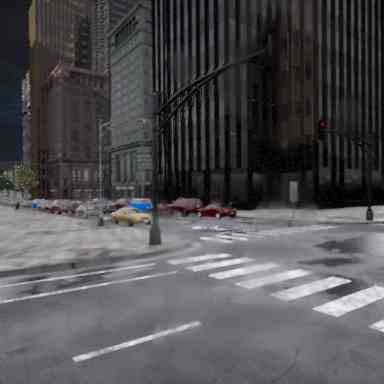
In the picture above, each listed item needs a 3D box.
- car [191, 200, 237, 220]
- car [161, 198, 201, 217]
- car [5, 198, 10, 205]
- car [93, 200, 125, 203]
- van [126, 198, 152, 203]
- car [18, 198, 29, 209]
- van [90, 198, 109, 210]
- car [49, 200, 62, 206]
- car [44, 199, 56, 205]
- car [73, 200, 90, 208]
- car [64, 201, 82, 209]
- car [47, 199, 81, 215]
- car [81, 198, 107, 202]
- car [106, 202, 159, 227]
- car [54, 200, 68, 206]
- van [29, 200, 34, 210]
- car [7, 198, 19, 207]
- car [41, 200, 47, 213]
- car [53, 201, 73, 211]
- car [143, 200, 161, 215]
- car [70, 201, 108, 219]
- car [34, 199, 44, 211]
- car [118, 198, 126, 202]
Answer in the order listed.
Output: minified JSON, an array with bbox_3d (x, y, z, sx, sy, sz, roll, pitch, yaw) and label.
[{"bbox_3d":[2.196,1.723,30.587,1.887,1.381,4.507,-2,0,-35],"label":"car"},{"bbox_3d":[-0.749,1.562,34.739,2.192,1.841,5.009,-2,0,-35],"label":"car"},{"bbox_3d":[-42.755,2.712,79.216,1.802,1.307,4.206,-2,0,-35],"label":"car"},{"bbox_3d":[-9.932,1.955,37.567,2.033,1.411,5.357,-1,0,-35],"label":"car"},{"bbox_3d":[-6.626,1.727,43.044,1.690,1.788,3.998,-2,0,-35],"label":"van"},{"bbox_3d":[-30.313,2.295,61.671,1.967,1.590,4.097,-2,0,-35],"label":"car"},{"bbox_3d":[-15.441,1.932,55.501,1.690,1.788,3.998,-2,0,-35],"label":"van"},{"bbox_3d":[-33.097,2.555,80.334,1.947,1.339,4.313,-2,0,-35],"label":"car"},{"bbox_3d":[-36.106,2.605,84.577,2.008,1.369,4.403,-2,0,-35],"label":"car"},{"bbox_3d":[-21.056,2.301,63.361,1.802,1.307,4.206,-2,0,-35],"label":"car"},{"bbox_3d":[-20.963,2.293,58.473,1.895,1.301,4.718,-1,0,-35],"label":"car"},{"bbox_3d":[-16.079,1.842,41.601,2.192,1.841,5.009,-2,0,-35],"label":"car"},{"bbox_3d":[-14.912,2.045,50.013,2.128,1.511,4.902,-1,0,-35],"label":"car"},{"bbox_3d":[-4.667,1.784,25.523,1.752,1.417,4.829,-2,0,-35],"label":"car"},{"bbox_3d":[-30.086,2.490,76.090,1.947,1.339,4.313,-2,0,-35],"label":"car"},{"bbox_3d":[-24.559,2.064,53.555,1.690,1.788,3.998,-2,0,-35],"label":"van"},{"bbox_3d":[-39.645,2.608,74.830,1.887,1.381,4.507,-2,0,-35],"label":"car"},{"bbox_3d":[-18.900,2.137,45.586,1.887,1.381,4.507,-2,0,-35],"label":"car"},{"bbox_3d":[-20.500,2.216,52.635,1.812,1.442,4.674,-1,0,-35],"label":"car"},{"bbox_3d":[-3.681,1.898,38.892,1.802,1.307,4.206,-2,0,-35],"label":"car"},{"bbox_3d":[-10.419,1.945,33.631,2.008,1.369,4.403,-2,0,-35],"label":"car"},{"bbox_3d":[-21.729,2.098,49.571,1.967,1.590,4.097,-2,0,-35],"label":"car"},{"bbox_3d":[-9.565,1.769,47.196,2.192,1.841,5.009,-2,0,-35],"label":"car"}]
